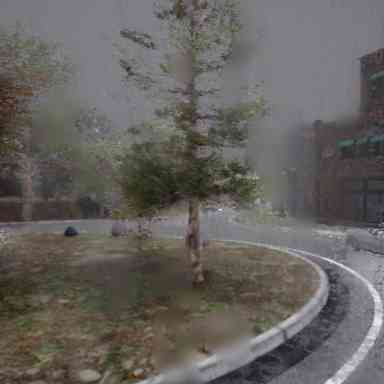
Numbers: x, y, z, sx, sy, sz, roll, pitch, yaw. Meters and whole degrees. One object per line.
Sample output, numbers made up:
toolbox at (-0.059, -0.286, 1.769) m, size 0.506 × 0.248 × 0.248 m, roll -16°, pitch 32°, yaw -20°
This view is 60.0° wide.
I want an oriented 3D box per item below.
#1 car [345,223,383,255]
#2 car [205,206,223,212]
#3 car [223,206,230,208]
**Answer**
car at (7.566, 1.770, 12.244) m, size 1.895 × 1.301 × 4.718 m, roll 0°, pitch -1°, yaw -2°
car at (3.459, 2.637, 55.905) m, size 1.895 × 1.301 × 4.718 m, roll 0°, pitch -1°, yaw 14°
car at (7.136, 2.724, 70.967) m, size 1.895 × 1.301 × 4.718 m, roll 0°, pitch 0°, yaw 14°
